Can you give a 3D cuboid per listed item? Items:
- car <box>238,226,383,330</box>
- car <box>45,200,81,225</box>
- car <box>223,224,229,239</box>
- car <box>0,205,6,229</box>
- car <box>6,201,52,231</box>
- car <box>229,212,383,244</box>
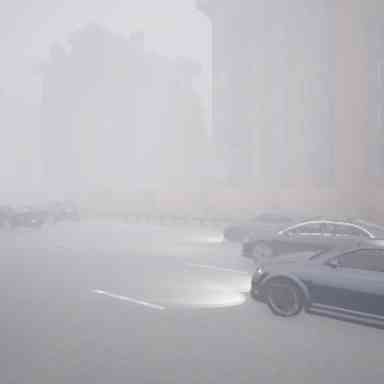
[{"bbox_3d":[3.207,1.564,6.003,4.181,1.385,1.994,0,0,35],"label":"car"},{"bbox_3d":[-10.175,1.351,24.129,4.553,1.767,2.097,0,0,35],"label":"car"},{"bbox_3d":[3.469,1.564,14.412,4.181,1.385,1.994,0,0,35],"label":"car"},{"bbox_3d":[-12.020,1.218,16.847,5.566,2.045,2.150,-1,0,35],"label":"car"},{"bbox_3d":[-11.093,1.477,20.485,5.008,1.535,1.882,0,0,35],"label":"car"},{"bbox_3d":[3.842,1.490,9.847,4.902,1.511,2.128,0,0,35],"label":"car"}]
